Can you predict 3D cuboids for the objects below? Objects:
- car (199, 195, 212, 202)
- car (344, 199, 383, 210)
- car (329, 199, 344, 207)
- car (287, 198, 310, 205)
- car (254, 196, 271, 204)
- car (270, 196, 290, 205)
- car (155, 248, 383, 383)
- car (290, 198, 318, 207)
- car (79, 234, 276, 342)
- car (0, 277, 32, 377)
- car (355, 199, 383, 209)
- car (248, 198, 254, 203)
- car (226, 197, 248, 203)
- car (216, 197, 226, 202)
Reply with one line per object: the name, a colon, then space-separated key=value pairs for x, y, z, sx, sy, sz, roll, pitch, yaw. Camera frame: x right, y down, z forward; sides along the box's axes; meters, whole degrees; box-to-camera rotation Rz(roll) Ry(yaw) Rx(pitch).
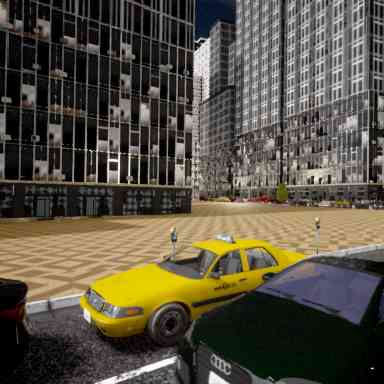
car: x=3.612 y=1.698 z=89.813 sx=2.192 sy=1.841 sz=5.009 roll=1 pitch=-1 yaw=-22
car: x=22.592 y=1.653 z=43.201 sx=2.008 sy=1.369 sz=4.403 roll=1 pitch=-1 yaw=-22
car: x=25.601 y=1.839 z=56.702 sx=1.752 sy=1.417 sz=4.829 roll=1 pitch=-1 yaw=-22
car: x=21.445 y=1.926 z=66.907 sx=2.008 sy=1.369 sz=4.403 roll=1 pitch=-1 yaw=-22
car: x=17.228 y=1.753 z=77.272 sx=2.192 sy=1.841 sz=5.009 roll=1 pitch=-1 yaw=-22
car: x=16.266 y=1.636 z=58.739 sx=1.967 sy=1.590 sz=4.097 roll=1 pitch=-1 yaw=-22
car: x=1.891 y=1.566 z=4.153 sx=4.181 sy=1.385 sz=1.994 roll=0 pitch=0 yaw=-34
car: x=18.374 y=1.715 z=53.559 sx=2.008 sy=1.369 sz=4.403 roll=1 pitch=-1 yaw=-22
car: x=0.420 y=1.528 z=6.330 sx=4.829 sy=1.417 sz=1.752 roll=0 pitch=1 yaw=-35
car: x=-3.944 y=1.565 z=3.272 sx=4.313 sy=1.339 sz=1.947 roll=0 pitch=1 yaw=-36
car: x=27.776 y=1.833 z=51.363 sx=2.008 sy=1.369 sz=4.403 roll=1 pitch=-1 yaw=-22
car: x=15.114 y=2.051 z=82.450 sx=1.802 sy=1.307 sz=4.206 roll=1 pitch=-1 yaw=-22
car: x=9.938 y=1.729 z=74.275 sx=1.967 sy=1.590 sz=4.097 roll=1 pitch=-1 yaw=-22
car: x=7.892 y=1.845 z=79.296 sx=1.752 sy=1.417 sz=4.829 roll=1 pitch=-1 yaw=-22
